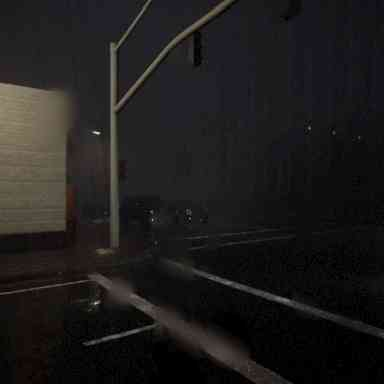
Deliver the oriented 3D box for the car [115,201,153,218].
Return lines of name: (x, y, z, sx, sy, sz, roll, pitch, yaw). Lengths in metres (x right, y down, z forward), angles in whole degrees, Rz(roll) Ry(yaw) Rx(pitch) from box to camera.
car: (-5.687, 1.619, 32.115, 1.994, 1.385, 4.181, 0, 0, -35)

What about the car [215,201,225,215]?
car: (1.287, 1.533, 34.719, 1.882, 1.535, 5.008, 0, 0, -36)

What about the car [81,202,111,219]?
car: (-8.502, 1.619, 30.041, 1.994, 1.385, 4.181, 0, 0, -35)

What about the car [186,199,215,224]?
car: (-0.671, 1.407, 25.084, 2.097, 1.767, 4.553, 0, 0, -35)

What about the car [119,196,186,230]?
car: (-3.040, 1.277, 22.372, 2.150, 2.045, 5.566, 0, 0, -36)
